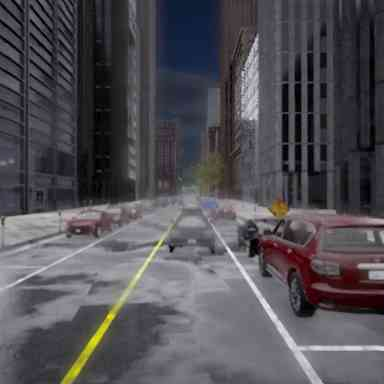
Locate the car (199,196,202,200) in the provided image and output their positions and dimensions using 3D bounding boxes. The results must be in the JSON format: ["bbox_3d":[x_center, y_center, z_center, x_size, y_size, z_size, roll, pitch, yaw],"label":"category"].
[{"bbox_3d":[2.872,2.061,69.755,1.752,1.417,4.829,0,0,1],"label":"car"}]

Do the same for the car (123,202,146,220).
[{"bbox_3d":[-5.665,1.694,30.098,1.967,1.590,4.097,0,0,0],"label":"car"}]

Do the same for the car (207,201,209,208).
[{"bbox_3d":[2.861,1.880,35.712,1.802,1.307,4.206,0,0,0],"label":"car"}]

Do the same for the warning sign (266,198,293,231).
[{"bbox_3d":[5.069,1.280,19.420,1.300,1.860,1.060,0,-1,0],"label":"warning sign"}]

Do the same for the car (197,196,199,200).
[{"bbox_3d":[2.866,2.081,86.472,1.967,1.590,4.097,0,0,0],"label":"car"}]

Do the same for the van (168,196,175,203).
[{"bbox_3d":[-5.659,2.024,92.127,1.690,1.788,3.998,0,0,0],"label":"van"}]

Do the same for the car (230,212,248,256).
[{"bbox_3d":[2.860,1.679,13.152,1.947,1.339,4.313,0,0,0],"label":"car"}]

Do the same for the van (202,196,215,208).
[{"bbox_3d":[2.864,1.768,52.632,1.690,1.788,3.998,0,0,0],"label":"van"}]

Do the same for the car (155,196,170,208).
[{"bbox_3d":[-5.661,1.780,58.295,2.192,1.841,5.009,0,0,0],"label":"car"}]

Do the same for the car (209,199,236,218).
[{"bbox_3d":[2.861,1.693,30.072,1.967,1.590,4.097,0,0,0],"label":"car"}]

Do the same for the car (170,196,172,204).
[{"bbox_3d":[-5.661,1.817,63.935,2.192,1.841,5.009,0,0,0],"label":"car"}]

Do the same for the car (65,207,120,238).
[{"bbox_3d":[-5.666,1.705,18.818,1.887,1.381,4.507,0,0,0],"label":"car"}]

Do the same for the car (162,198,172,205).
[{"bbox_3d":[-5.661,2.094,75.002,1.752,1.417,4.829,0,0,1],"label":"car"}]

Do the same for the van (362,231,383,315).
[{"bbox_3d":[2.859,1.360,1.873,1.690,1.788,3.998,0,0,0],"label":"van"}]

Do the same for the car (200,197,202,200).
[{"bbox_3d":[2.865,1.990,58.443,1.752,1.417,4.829,0,0,0],"label":"car"}]

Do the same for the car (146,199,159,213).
[{"bbox_3d":[-5.664,1.895,41.375,2.008,1.369,4.403,0,0,0],"label":"car"}]

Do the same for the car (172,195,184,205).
[{"bbox_3d":[-2.995,1.769,70.970,2.150,2.045,5.566,0,0,0],"label":"car"}]

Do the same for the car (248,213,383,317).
[{"bbox_3d":[2.859,1.382,7.514,2.192,1.841,5.009,0,0,0],"label":"car"}]

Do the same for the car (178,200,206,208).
[{"bbox_3d":[0.008,1.726,29.465,1.882,1.535,5.008,0,0,0],"label":"car"}]

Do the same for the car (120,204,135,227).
[{"bbox_3d":[-5.665,1.789,24.457,1.802,1.307,4.206,0,0,0],"label":"car"}]

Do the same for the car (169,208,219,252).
[{"bbox_3d":[0.007,1.650,14.411,1.812,1.442,4.674,0,0,0],"label":"car"}]
